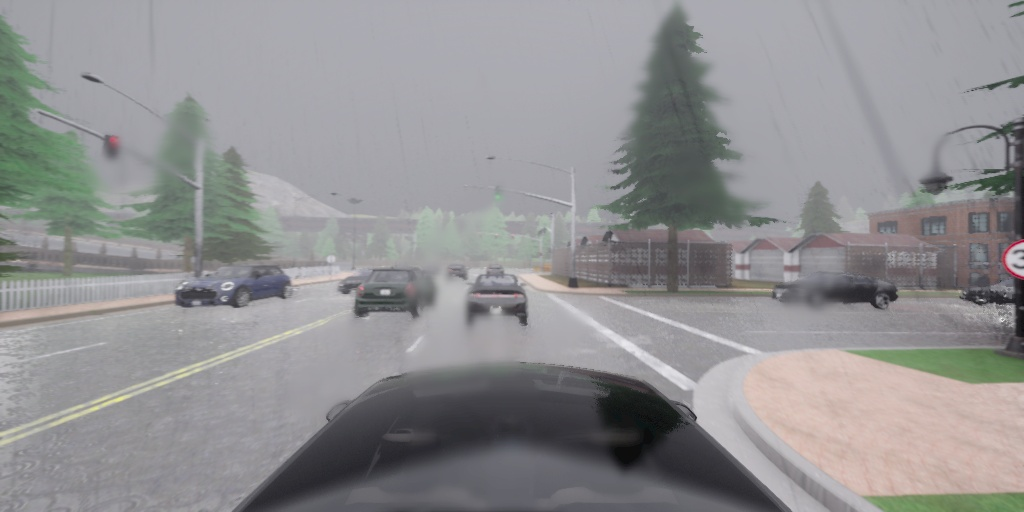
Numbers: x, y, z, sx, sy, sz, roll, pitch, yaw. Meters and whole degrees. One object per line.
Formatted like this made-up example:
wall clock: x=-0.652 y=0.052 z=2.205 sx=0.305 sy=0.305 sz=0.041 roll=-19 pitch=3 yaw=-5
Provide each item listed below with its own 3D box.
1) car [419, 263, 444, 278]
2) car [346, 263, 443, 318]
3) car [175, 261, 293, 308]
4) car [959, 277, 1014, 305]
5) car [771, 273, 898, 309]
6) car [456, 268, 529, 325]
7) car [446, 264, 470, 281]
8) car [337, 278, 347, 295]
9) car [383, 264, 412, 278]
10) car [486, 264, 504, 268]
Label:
car: x=-9.019 y=1.578 z=40.515 sx=1.837 sy=1.490 sz=4.892 roll=1 pitch=-1 yaw=-3
car: x=-4.074 y=1.174 z=13.366 sx=2.097 sy=1.767 sz=4.553 roll=1 pitch=-1 yaw=-3
car: x=-11.364 y=1.113 z=15.056 sx=2.097 sy=1.767 sz=4.553 roll=1 pitch=-1 yaw=-3
car: x=24.075 y=1.661 z=16.433 sx=5.357 sy=1.411 sz=2.033 roll=1 pitch=-1 yaw=-2
car: x=14.201 y=1.495 z=15.938 sx=4.902 sy=1.511 sz=2.128 roll=1 pitch=-1 yaw=-4
car: x=-0.516 y=1.340 z=12.221 sx=2.128 sy=1.511 sz=4.902 roll=1 pitch=-1 yaw=-3
car: x=-5.079 y=1.517 z=33.705 sx=1.837 sy=1.490 sz=4.892 roll=1 pitch=-1 yaw=-3
car: x=-8.146 y=1.399 z=20.805 sx=2.033 sy=1.411 sz=5.357 roll=1 pitch=-1 yaw=-3
car: x=-12.479 y=1.591 z=39.473 sx=1.895 sy=1.301 sz=4.718 roll=1 pitch=-1 yaw=-3
car: x=-1.748 y=1.577 z=37.501 sx=2.128 sy=1.511 sz=4.902 roll=1 pitch=-1 yaw=-2
